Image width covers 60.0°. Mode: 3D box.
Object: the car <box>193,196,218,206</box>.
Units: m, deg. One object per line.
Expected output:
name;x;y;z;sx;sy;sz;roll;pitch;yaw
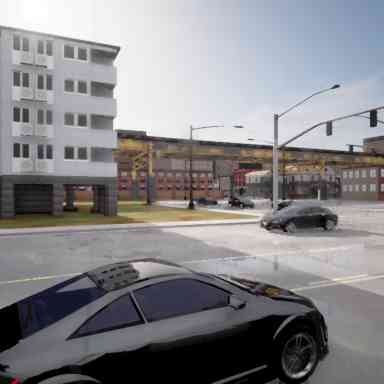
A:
car;2.538;1.547;55.864;2.033;1.411;5.357;0;0;-21

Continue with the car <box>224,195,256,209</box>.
car;6.832;1.505;46.371;1.837;1.490;4.892;0;0;-25

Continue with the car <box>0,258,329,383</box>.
car;-0.301;1.564;4.109;4.181;1.385;1.994;0;0;-30

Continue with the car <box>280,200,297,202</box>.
car;11.122;1.601;37.321;1.895;1.301;4.718;0;0;-26

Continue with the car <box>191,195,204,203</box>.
car;1.264;1.465;70.317;2.033;1.411;5.357;0;0;10

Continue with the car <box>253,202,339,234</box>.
car;6.216;1.505;19.189;4.892;1.490;1.837;0;0;-24
